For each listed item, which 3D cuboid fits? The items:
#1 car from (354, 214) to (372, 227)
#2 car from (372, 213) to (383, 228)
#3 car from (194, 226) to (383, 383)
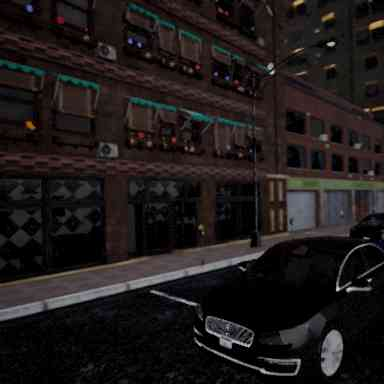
[{"bbox_3d":[9.476,1.754,16.678,4.313,1.339,1.947,0,-2,-45],"label":"car"},{"bbox_3d":[8.540,1.470,12.088,4.553,1.767,2.097,0,-1,-45],"label":"car"},{"bbox_3d":[2.134,1.588,5.725,4.892,1.490,1.837,0,-1,-44],"label":"car"}]
